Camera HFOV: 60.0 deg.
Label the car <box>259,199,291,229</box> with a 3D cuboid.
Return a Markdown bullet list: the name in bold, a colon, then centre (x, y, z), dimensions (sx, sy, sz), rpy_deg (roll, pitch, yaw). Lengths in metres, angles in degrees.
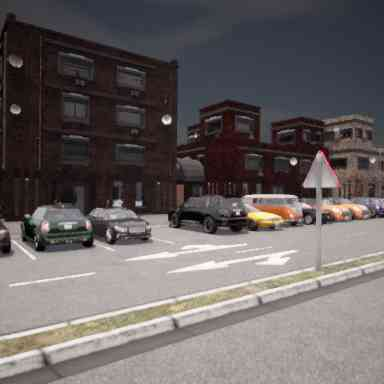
- **car**: centre (3.157, 1.421, 20.582), dimensions (1.946, 1.575, 5.366), rpy_deg (0, 0, -36)

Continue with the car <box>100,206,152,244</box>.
- **car**: centre (-3.685, 1.455, 15.930), dimensions (2.231, 1.521, 4.892), rpy_deg (0, 0, -36)

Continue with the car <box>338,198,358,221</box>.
- **car**: centre (9.761, 1.271, 25.567), dimensions (2.185, 1.767, 4.553), rpy_deg (0, 0, -36)

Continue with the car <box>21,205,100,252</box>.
- **car**: centre (-5.910, 1.333, 14.294), dimensions (2.185, 1.767, 4.553), rpy_deg (0, 0, -36)

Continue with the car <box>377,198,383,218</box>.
- **car**: centre (14.285, 1.258, 28.723), dimensions (2.185, 1.767, 4.553), rpy_deg (0, 0, -36)

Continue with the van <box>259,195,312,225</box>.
- **van**: centre (5.360, 1.189, 22.241), dimensions (1.878, 1.987, 4.442), rpy_deg (0, 0, -36)

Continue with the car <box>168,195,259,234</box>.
- **car**: centre (0.788, 1.183, 19.153), dimensions (2.435, 2.045, 5.566), rpy_deg (0, 0, -36)

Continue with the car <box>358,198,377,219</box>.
- **car**: centre (12.004, 1.264, 27.170), dimensions (2.185, 1.767, 4.553), rpy_deg (0, 0, -36)

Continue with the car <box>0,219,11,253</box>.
- **car**: centre (-8.171, 1.502, 12.714), dimensions (2.002, 1.452, 4.674), rpy_deg (0, 0, -36)

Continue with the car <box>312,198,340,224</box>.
- **car**: centre (7.533, 1.406, 23.944), dimensions (2.097, 1.535, 5.008), rpy_deg (0, 0, -36)
